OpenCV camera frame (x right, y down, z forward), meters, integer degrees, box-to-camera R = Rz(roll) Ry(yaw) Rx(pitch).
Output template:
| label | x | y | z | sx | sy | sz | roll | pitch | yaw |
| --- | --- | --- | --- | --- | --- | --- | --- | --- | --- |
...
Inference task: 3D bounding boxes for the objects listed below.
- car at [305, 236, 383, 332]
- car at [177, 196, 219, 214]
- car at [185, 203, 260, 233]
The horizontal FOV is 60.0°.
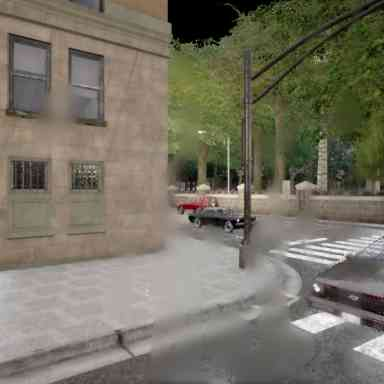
| label | x | y | z | sx | sy | sz | roll | pitch | yaw |
| --- | --- | --- | --- | --- | --- | --- | --- | --- | --- |
| car | 4.606 | 1.547 | 6.643 | 5.357 | 1.411 | 2.033 | 0 | 0 | -35 |
| car | 0.571 | 1.284 | 31.798 | 2.192 | 1.841 | 5.009 | 0 | 0 | -35 |
| car | 1.816 | 1.585 | 19.855 | 1.895 | 1.301 | 4.718 | 0 | 0 | -35 |
